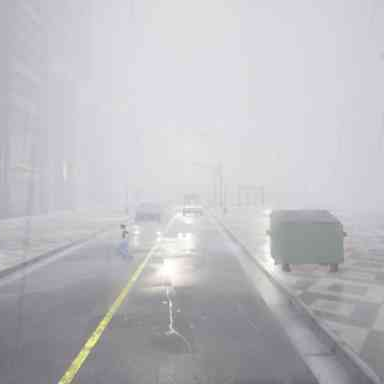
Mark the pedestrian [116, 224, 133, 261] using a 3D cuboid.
[{"bbox_3d":[-2.155,1.572,10.707,0.375,1.300,0.375,1,-1,-10],"label":"pedestrian"}]

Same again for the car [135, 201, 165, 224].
[{"bbox_3d":[-3.099,1.477,25.203,1.882,1.535,5.008,0,0,0],"label":"car"}]

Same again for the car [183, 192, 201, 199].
[{"bbox_3d":[-0.006,1.212,42.934,2.150,2.045,5.566,0,0,0],"label":"car"}]

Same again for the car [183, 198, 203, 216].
[{"bbox_3d":[0.086,1.600,32.824,1.895,1.301,4.718,0,0,0],"label":"car"}]

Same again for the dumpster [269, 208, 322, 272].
[{"bbox_3d":[3.121,1.396,10.283,1.020,1.700,1.940,-1,-1,0],"label":"dumpster"}]
